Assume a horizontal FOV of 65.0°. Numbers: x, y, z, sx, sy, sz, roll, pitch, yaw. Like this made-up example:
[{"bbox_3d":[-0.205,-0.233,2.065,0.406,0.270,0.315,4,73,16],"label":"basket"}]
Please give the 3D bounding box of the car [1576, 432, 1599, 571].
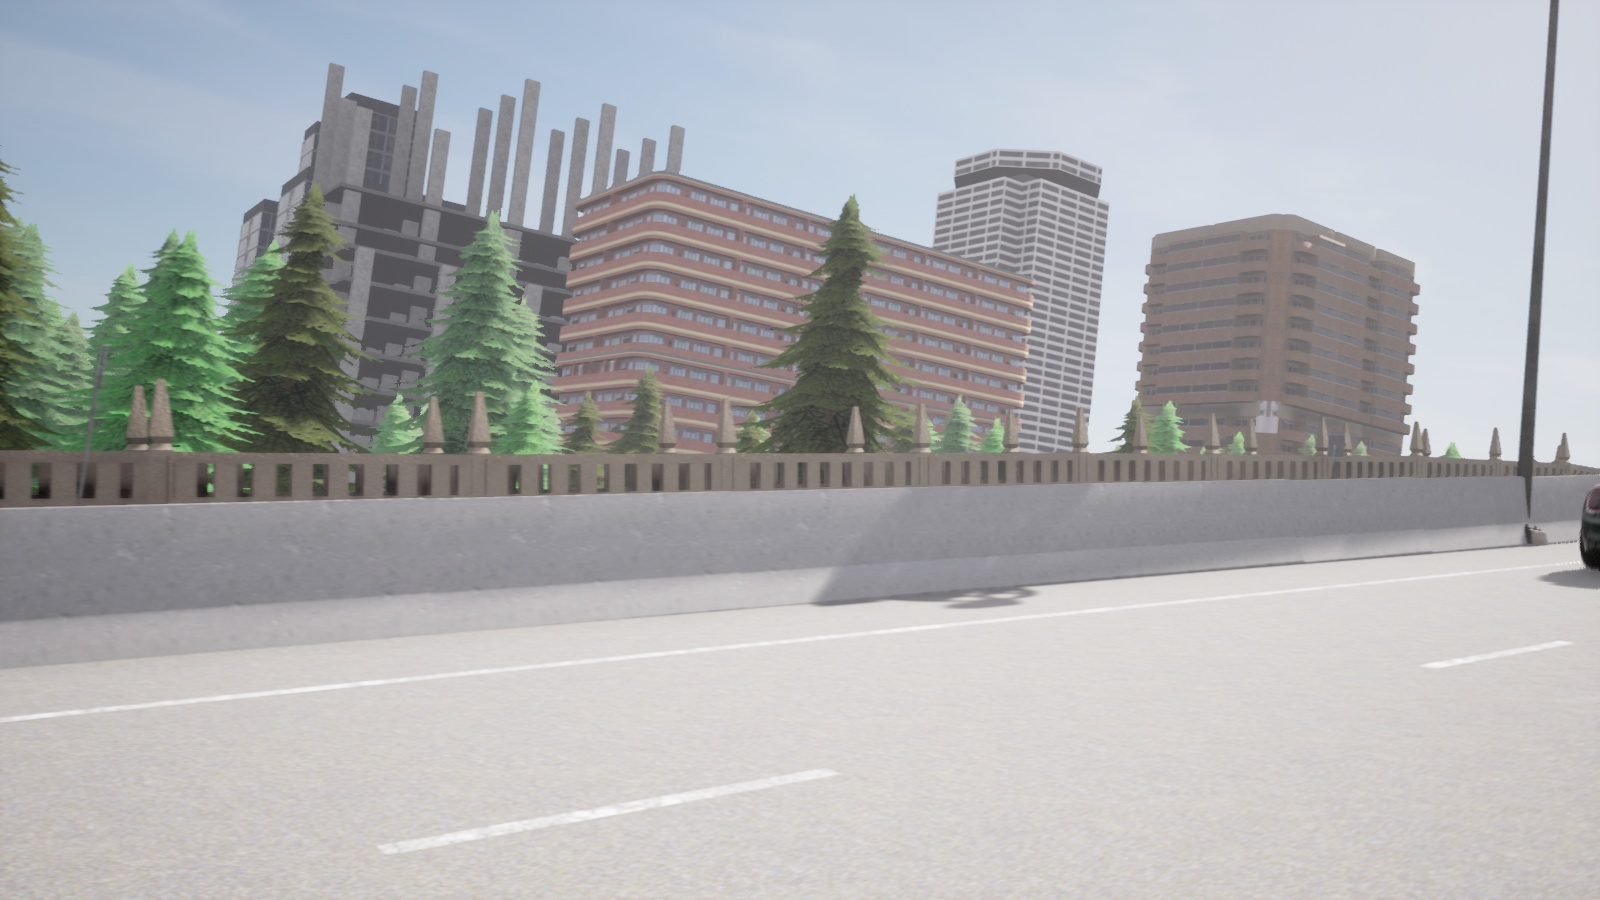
[{"bbox_3d":[12.454,0.650,16.590,4.553,1.767,2.097,0,0,-35],"label":"car"}]
